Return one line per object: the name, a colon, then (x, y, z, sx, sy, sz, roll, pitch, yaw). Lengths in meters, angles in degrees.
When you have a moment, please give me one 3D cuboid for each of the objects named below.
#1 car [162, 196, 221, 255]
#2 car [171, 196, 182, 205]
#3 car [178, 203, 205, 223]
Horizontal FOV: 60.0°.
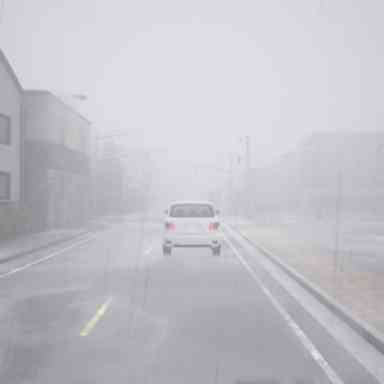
car: (-0.002, 1.348, 14.023, 2.150, 2.045, 5.566, 0, 0, 0)
car: (-3.514, 1.936, 76.764, 2.150, 2.045, 5.566, 0, -1, 0)
car: (0.054, 1.765, 29.283, 2.128, 1.511, 4.902, 0, 0, 2)
